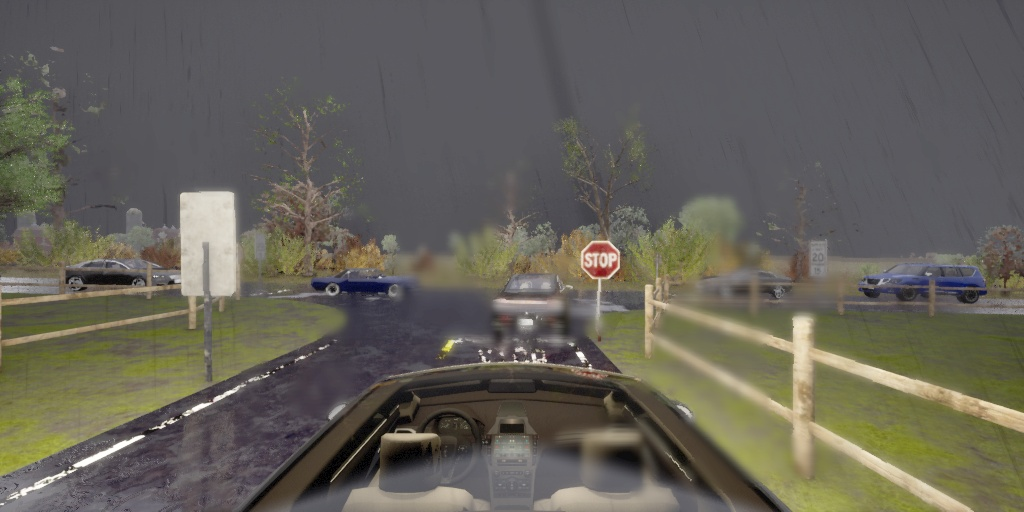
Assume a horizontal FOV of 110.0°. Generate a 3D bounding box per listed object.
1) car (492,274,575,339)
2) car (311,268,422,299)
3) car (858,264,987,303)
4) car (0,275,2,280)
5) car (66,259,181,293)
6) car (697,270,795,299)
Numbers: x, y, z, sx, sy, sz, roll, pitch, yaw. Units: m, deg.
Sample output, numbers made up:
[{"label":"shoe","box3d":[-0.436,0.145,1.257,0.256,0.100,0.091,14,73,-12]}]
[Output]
[{"label":"car","box3d":[0.711,1.240,10.165,2.128,1.511,4.902,0,0,9]},{"label":"car","box3d":[-6.813,1.249,17.201,4.718,1.301,1.895,1,1,0]},{"label":"car","box3d":[22.910,1.467,20.099,5.566,2.045,2.150,1,1,0]},{"label":"car","box3d":[-27.784,0.718,17.238,4.674,1.442,1.812,1,1,0]},{"label":"car","box3d":[-18.481,0.886,17.225,4.902,1.511,2.128,1,1,0]},{"label":"car","box3d":[13.015,1.526,20.116,4.902,1.511,2.128,1,1,0]}]
